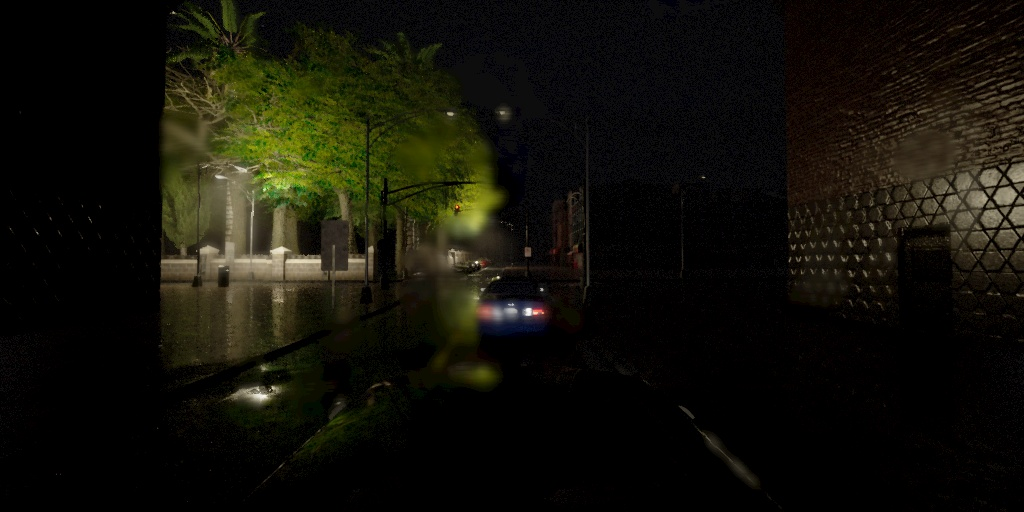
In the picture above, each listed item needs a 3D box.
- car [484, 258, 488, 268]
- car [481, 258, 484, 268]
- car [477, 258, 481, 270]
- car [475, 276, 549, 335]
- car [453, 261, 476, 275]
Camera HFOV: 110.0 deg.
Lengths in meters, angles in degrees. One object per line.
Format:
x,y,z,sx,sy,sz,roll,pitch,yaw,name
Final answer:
-5.639,1.417,63.340,1.802,1.307,4.207,0,0,0,car
-5.560,1.371,52.441,1.948,1.339,4.313,0,0,0,car
-5.521,1.345,46.991,2.007,1.370,4.403,0,0,0,car
0.026,1.301,10.532,2.033,1.411,5.357,0,0,1,car
-5.496,1.333,39.855,2.007,1.370,4.403,0,0,0,car
